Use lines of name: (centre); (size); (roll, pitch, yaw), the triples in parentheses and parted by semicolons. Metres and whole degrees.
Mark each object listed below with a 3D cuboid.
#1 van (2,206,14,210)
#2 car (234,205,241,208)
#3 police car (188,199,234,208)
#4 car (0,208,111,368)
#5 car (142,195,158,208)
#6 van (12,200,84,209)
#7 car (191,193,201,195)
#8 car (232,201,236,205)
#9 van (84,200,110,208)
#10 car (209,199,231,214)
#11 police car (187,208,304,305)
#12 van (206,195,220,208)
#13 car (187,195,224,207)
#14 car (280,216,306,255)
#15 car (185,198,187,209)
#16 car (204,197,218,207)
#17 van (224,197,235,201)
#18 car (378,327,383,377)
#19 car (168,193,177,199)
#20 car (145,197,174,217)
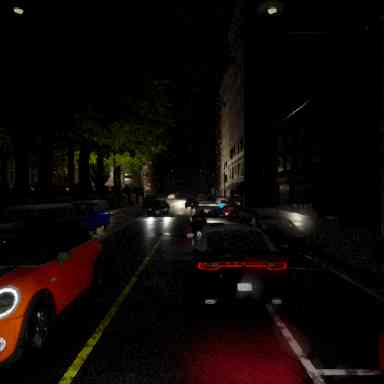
van: (-5.667, 1.340, 6.865); (1.690, 1.788, 3.998); (0, 0, 0)
car: (2.863, 1.575, 18.206); (1.802, 1.307, 4.206); (0, 0, 0)
police car: (0.908, 1.418, 18.288); (1.930, 1.638, 5.238); (0, 0, 0)
car: (-3.096, 1.351, 5.951); (2.097, 1.767, 4.553); (0, 0, 0)
car: (-5.652, 1.276, 46.471); (2.192, 1.841, 5.009); (0, 0, 0)
van: (-5.665, 1.338, 12.523); (1.690, 1.788, 3.998); (0, 0, 0)
car: (0.021, 1.431, 58.733); (2.128, 1.511, 4.902); (0, 0, 0)
car: (2.865, 1.570, 23.866); (1.802, 1.307, 4.206); (0, 0, 0)
van: (-5.663, 1.334, 18.181); (1.690, 1.788, 3.998); (0, 0, 0)
car: (2.869, 1.521, 35.187); (1.887, 1.381, 4.507); (0, 0, 0)
police car: (0.904, 1.424, 8.289); (1.930, 1.638, 5.238); (0, 0, 0)
van: (2.873, 1.302, 46.508); (1.690, 1.788, 3.998); (0, 0, 0)
car: (0.909, 1.339, 24.148); (2.097, 1.767, 4.553); (0, 0, 0)
car: (2.861, 1.541, 12.545); (1.887, 1.381, 4.507); (0, 0, 0)
car: (0.032, 1.527, 45.330); (1.994, 1.385, 4.181); (0, 0, 0)
car: (2.875, 1.518, 52.169); (1.947, 1.339, 4.313); (0, 0, 0)
van: (2.866, 1.324, 29.526); (1.690, 1.788, 3.998); (0, 0, 0)
car: (2.856, 1.315, 1.224); (2.192, 1.841, 5.009); (0, 0, 0)
car: (-5.638, 1.402, 89.990); (1.752, 1.417, 4.829); (0, 0, 0)
car: (-2.986, 1.507, 31.188); (1.812, 1.442, 4.674); (0, 0, 0)
